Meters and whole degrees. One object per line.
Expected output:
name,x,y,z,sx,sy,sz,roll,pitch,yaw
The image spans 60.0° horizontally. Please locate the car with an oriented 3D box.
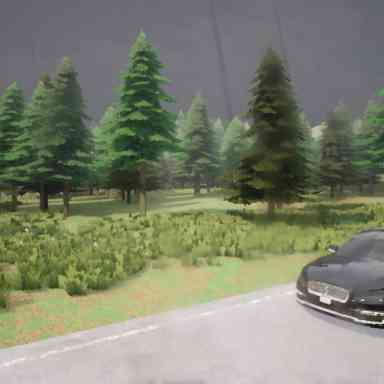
car,4.190,1.503,6.760,4.892,1.490,1.837,0,0,-34
